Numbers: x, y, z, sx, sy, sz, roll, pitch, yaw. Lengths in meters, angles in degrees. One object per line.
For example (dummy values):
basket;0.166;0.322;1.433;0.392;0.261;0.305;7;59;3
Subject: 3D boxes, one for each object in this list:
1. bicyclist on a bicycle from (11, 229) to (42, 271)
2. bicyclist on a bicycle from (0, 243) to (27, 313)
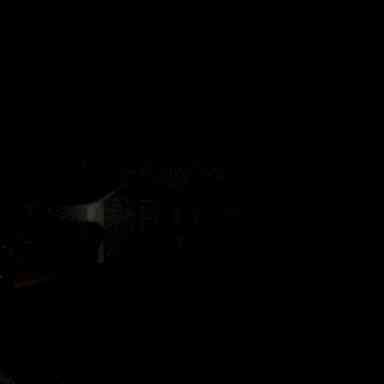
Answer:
bicyclist on a bicycle;-6.459;2.193;12.433;1.656;1.620;0.582;2;-5;-40
bicyclist on a bicycle;-4.438;1.951;7.729;0.582;1.620;1.656;-21;5;-25
